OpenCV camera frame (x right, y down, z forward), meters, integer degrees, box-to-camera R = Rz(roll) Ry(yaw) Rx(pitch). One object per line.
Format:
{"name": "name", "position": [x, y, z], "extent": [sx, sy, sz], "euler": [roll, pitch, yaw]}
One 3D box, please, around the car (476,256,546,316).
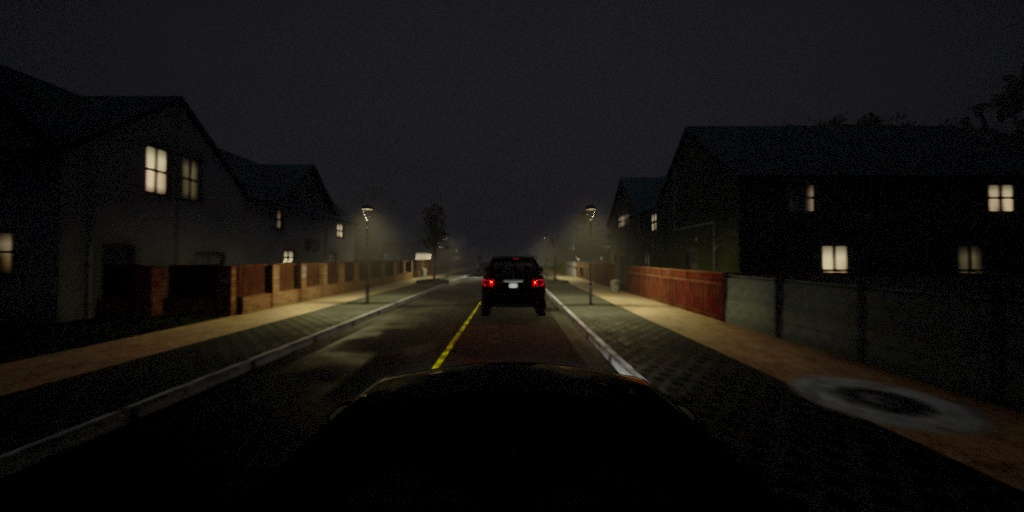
{"name": "car", "position": [0.063, 1.009, 13.777], "extent": [2.150, 2.045, 5.566], "euler": [0, 0, 0]}
